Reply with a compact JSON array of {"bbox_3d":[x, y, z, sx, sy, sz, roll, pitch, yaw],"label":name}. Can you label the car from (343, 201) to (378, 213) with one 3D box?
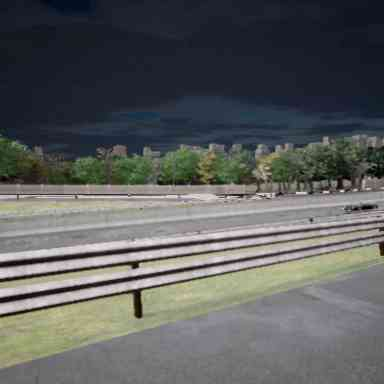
[{"bbox_3d":[21.566,1.862,42.426,4.718,1.301,1.895,-3,2,-27],"label":"car"}]
